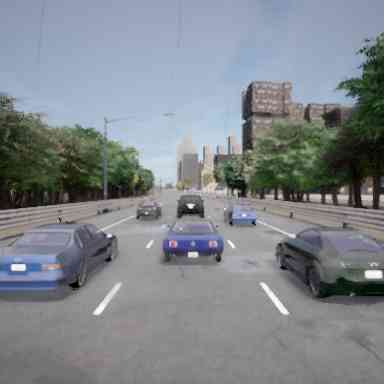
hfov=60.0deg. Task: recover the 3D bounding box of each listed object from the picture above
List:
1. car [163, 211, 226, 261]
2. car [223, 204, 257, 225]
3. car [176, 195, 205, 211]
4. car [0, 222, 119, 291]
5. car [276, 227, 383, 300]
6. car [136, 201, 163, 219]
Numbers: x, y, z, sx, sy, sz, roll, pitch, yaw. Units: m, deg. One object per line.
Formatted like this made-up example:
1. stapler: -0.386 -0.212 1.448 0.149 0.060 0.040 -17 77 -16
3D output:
1. car: 0.031 1.604 12.261 1.895 1.301 4.718 0 0 0
2. car: 3.408 1.557 24.220 2.033 1.411 5.357 0 0 0
3. car: -0.121 1.234 27.965 2.150 2.045 5.566 0 0 -1
4. car: -3.462 1.550 9.151 2.033 1.411 5.357 0 0 0
5. car: 3.535 1.565 8.470 1.994 1.385 4.181 0 0 0
6. car: -3.635 1.507 28.920 2.128 1.511 4.902 0 0 -1
